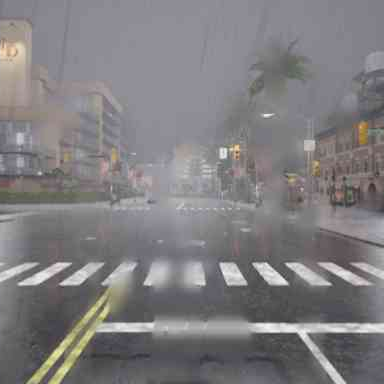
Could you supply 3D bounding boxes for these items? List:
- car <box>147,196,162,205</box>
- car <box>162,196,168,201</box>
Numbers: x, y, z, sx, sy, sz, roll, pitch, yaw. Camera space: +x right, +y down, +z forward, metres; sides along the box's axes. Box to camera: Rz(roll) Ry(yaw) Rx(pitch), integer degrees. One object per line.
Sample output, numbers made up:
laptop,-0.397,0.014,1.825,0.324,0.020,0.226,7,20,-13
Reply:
car,-6.996,1.640,59.649,1.895,1.301,4.718,0,0,0
car,-7.051,1.598,83.358,1.994,1.385,4.181,0,0,0
